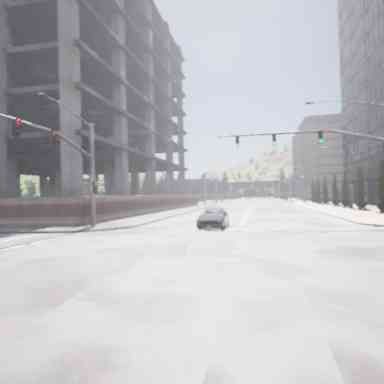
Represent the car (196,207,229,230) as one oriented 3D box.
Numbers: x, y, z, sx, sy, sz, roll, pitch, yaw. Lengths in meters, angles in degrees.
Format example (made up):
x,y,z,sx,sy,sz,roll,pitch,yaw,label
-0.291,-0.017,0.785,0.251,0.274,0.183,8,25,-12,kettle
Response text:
x,y,z,sx,sy,sz,roll,pitch,yaw,label
1.572,1.809,23.455,2.033,1.411,5.357,-2,-1,11,car
